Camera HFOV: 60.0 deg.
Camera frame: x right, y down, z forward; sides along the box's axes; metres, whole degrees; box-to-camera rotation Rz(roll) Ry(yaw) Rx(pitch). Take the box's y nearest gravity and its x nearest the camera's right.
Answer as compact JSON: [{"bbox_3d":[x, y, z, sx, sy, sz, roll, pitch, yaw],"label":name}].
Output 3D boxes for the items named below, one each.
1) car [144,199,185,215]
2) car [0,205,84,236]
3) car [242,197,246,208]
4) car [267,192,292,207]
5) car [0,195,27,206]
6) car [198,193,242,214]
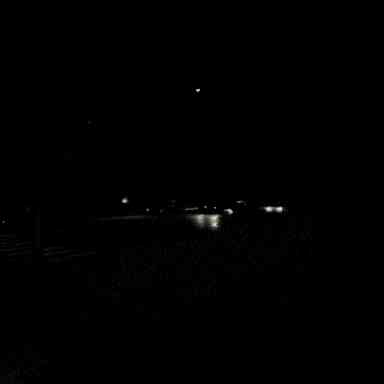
[{"bbox_3d":[-2.628,1.394,32.406,2.128,1.511,4.902,0,0,35],"label":"car"},{"bbox_3d":[-8.527,1.557,18.464,1.895,1.301,4.718,0,0,35],"label":"car"},{"bbox_3d":[5.483,1.343,43.815,1.837,1.490,4.892,0,1,36],"label":"car"},{"bbox_3d":[12.816,1.027,48.439,2.150,2.045,5.566,0,0,36],"label":"car"},{"bbox_3d":[-12.213,1.191,18.889,2.150,2.045,5.566,0,0,35],"label":"car"},{"bbox_3d":[2.803,1.098,34.488,2.150,2.045,5.566,0,0,33],"label":"car"}]
